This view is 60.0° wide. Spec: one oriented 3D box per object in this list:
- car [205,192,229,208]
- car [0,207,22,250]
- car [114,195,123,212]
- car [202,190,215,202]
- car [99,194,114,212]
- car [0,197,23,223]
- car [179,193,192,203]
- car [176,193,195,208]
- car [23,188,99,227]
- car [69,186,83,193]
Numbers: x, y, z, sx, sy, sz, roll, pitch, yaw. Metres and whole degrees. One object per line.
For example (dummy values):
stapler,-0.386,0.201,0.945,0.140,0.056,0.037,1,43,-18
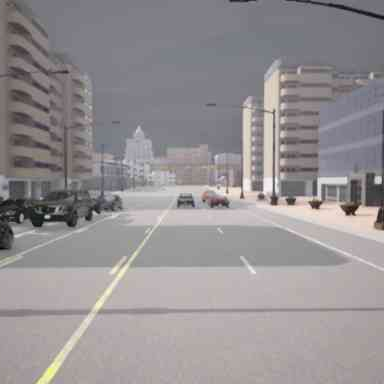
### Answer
car,2.831,0.988,36.031,1.895,1.301,4.718,0,1,-1
car,-7.299,1.367,10.149,1.994,1.385,4.181,0,1,-1
car,-7.706,0.955,30.772,1.882,1.535,5.008,0,1,0
car,2.548,0.541,48.689,2.097,1.767,4.553,0,1,-1
car,-7.528,0.839,24.927,1.994,1.385,4.181,0,1,-1
car,-11.037,1.134,21.207,1.837,1.490,4.892,0,1,-1
car,-0.936,0.801,48.110,1.895,1.301,4.718,0,1,-1
car,-0.676,0.878,36.279,2.128,1.511,4.902,0,1,-1
car,-7.507,0.869,19.827,2.150,2.045,5.566,0,1,-2
car,-27.712,-0.707,79.606,1.970,1.475,3.806,0,3,-1
